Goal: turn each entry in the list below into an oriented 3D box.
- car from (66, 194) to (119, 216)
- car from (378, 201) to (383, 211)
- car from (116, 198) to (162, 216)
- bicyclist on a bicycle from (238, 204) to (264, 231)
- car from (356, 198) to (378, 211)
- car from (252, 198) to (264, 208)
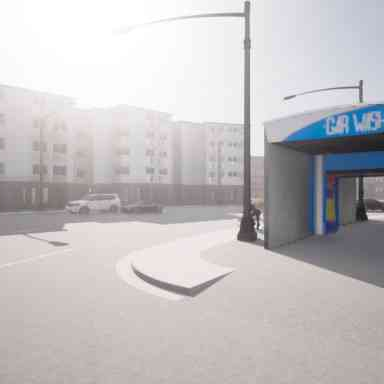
[{"bbox_3d":[-9.777,1.221,33.538,2.150,2.045,5.566,0,0,43],"label":"car"},{"bbox_3d":[23.515,1.353,36.725,4.553,1.767,2.097,0,0,-18],"label":"car"},{"bbox_3d":[-5.029,1.564,33.294,4.181,1.385,1.994,0,0,-43],"label":"car"},{"bbox_3d":[3.224,1.301,18.277,1.656,1.620,0.582,0,0,38],"label":"bicyclist on a bicycle"},{"bbox_3d":[21.028,1.505,39.618,4.892,1.490,1.837,0,0,-18],"label":"car"},{"bbox_3d":[10.856,1.477,47.422,5.008,1.535,1.882,0,0,-21],"label":"car"}]
